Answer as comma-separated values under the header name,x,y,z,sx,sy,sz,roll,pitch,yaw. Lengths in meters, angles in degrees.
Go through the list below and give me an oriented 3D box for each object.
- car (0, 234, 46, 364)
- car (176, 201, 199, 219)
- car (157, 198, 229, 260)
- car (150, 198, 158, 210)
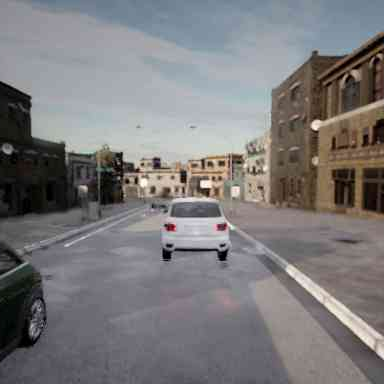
name,x,y,z,sx,sy,sz,roll,pitch,yaw
car,-3.247,1.354,3.250,2.097,1.767,4.553,0,0,-2
car,-0.481,1.613,31.721,2.033,1.411,5.357,0,0,-2
car,0.050,1.244,12.634,2.150,2.045,5.566,0,-1,-2
car,-4.581,1.598,45.829,1.837,1.490,4.892,0,-1,-2
